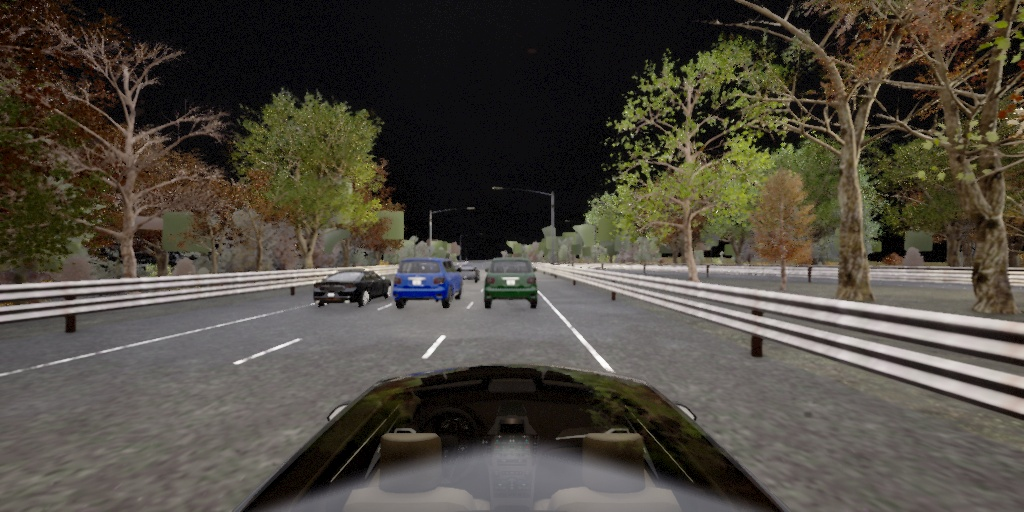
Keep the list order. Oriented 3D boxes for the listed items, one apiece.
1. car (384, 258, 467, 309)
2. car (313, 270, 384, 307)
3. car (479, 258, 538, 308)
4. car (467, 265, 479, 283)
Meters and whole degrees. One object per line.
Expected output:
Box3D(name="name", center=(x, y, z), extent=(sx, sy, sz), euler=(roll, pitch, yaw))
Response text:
Box3D(name="car", center=(-3.563, 1.104, 16.015), extent=(2.150, 2.045, 5.566), euler=(0, 0, 0))
Box3D(name="car", center=(-7.060, 1.369, 16.440), extent=(1.882, 1.535, 5.008), euler=(0, 0, 0))
Box3D(name="car", center=(-0.062, 1.103, 16.065), extent=(2.150, 2.045, 5.566), euler=(0, 0, -1))
Box3D(name="car", center=(-3.777, 1.533, 31.349), extent=(2.128, 1.511, 4.902), euler=(0, 0, -1))
